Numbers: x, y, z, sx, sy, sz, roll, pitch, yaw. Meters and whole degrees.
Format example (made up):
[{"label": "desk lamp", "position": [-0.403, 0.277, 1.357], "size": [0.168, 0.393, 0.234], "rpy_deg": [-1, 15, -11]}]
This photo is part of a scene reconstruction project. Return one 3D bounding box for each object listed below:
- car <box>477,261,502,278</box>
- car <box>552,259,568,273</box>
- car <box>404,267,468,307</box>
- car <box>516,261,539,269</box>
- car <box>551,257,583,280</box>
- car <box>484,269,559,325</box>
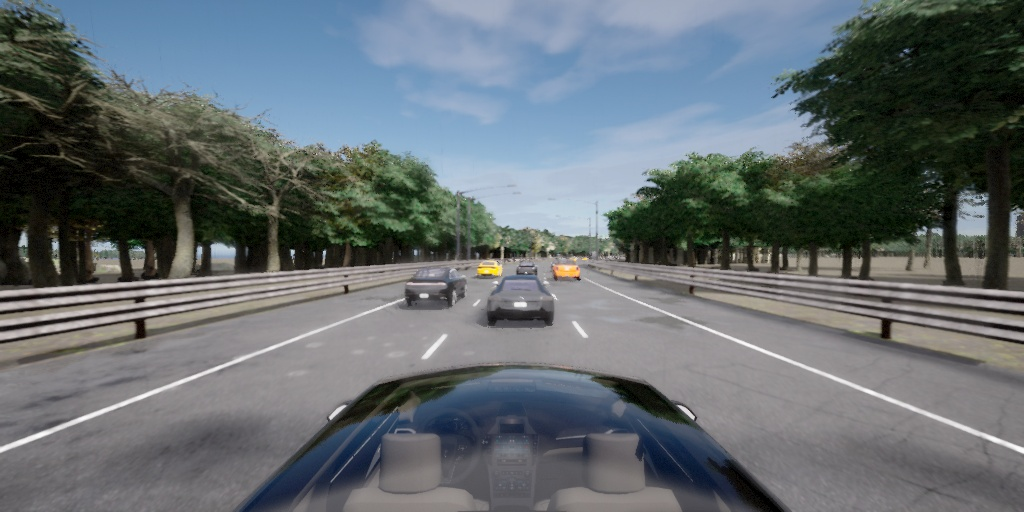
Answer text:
[{"label": "car", "position": [-2.030, 1.211, 33.771], "size": [1.882, 1.535, 5.008], "rpy_deg": [0, 0, 4]}, {"label": "car", "position": [5.886, 1.198, 44.575], "size": [1.882, 1.535, 5.008], "rpy_deg": [0, 0, 7]}, {"label": "car", "position": [-3.104, 1.234, 15.424], "size": [2.128, 1.511, 4.902], "rpy_deg": [0, 0, 2]}, {"label": "car", "position": [1.403, 1.230, 32.770], "size": [2.128, 1.511, 4.902], "rpy_deg": [0, 0, 4]}, {"label": "car", "position": [4.613, 1.074, 30.875], "size": [2.097, 1.767, 4.553], "rpy_deg": [0, 0, 5]}, {"label": "car", "position": [0.289, 1.311, 11.866], "size": [1.994, 1.385, 4.181], "rpy_deg": [0, 0, 2]}]
